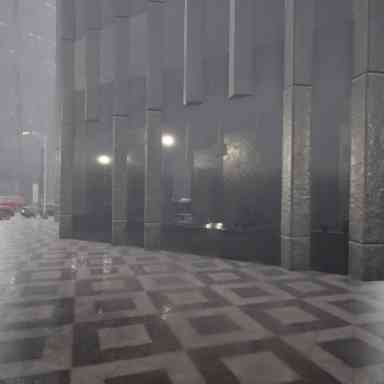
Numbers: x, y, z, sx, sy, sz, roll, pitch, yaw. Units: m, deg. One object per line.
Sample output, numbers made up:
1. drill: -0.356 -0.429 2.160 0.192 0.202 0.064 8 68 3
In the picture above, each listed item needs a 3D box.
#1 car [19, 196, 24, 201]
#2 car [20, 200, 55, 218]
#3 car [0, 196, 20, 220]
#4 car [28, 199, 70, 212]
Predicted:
1. car: -20.776 1.354 36.328 2.192 1.841 5.009 1 0 36
2. car: -13.845 1.742 31.371 1.947 1.339 4.313 1 0 36
3. car: -17.119 1.463 26.776 2.192 1.841 5.009 1 0 36
4. car: -17.502 1.634 40.923 1.947 1.339 4.313 1 0 36
